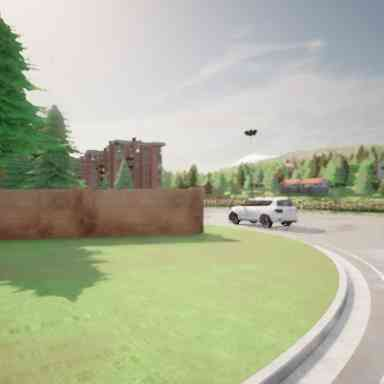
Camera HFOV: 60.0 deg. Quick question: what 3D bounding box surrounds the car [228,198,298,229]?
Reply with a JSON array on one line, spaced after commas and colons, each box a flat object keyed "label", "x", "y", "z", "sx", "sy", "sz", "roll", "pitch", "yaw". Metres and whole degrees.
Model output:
[{"label": "car", "x": 4.986, "y": 1.431, "z": 24.029, "sx": 2.150, "sy": 2.045, "sz": 5.566, "roll": 1, "pitch": -1, "yaw": -32}]
